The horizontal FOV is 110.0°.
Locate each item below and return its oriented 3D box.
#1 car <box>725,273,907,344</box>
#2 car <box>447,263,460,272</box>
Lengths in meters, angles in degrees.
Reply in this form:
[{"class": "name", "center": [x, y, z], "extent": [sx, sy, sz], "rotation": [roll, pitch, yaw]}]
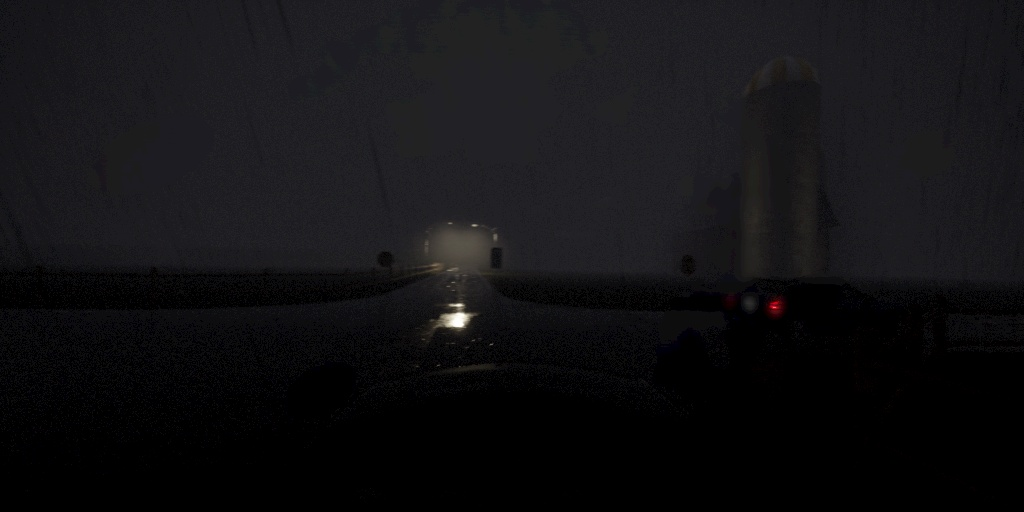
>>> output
[{"class": "car", "center": [8.760, 1.405, 10.297], "extent": [4.553, 1.767, 2.097], "rotation": [1, 0, -6]}, {"class": "car", "center": [-9.813, 1.955, 60.359], "extent": [1.837, 1.490, 4.892], "rotation": [1, -1, -7]}]
